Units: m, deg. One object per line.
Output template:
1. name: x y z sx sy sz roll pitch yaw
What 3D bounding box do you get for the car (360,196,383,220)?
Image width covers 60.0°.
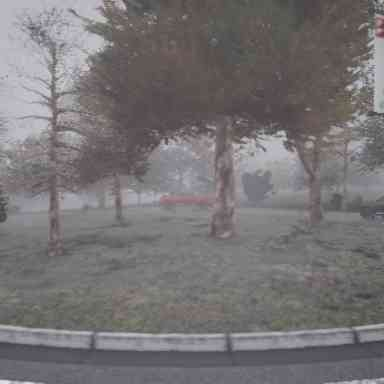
1. car: 15.102 1.124 24.316 2.150 2.045 5.566 1 0 -20

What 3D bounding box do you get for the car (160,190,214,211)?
1. car: -0.547 0.824 34.416 5.566 2.045 2.150 1 0 1
